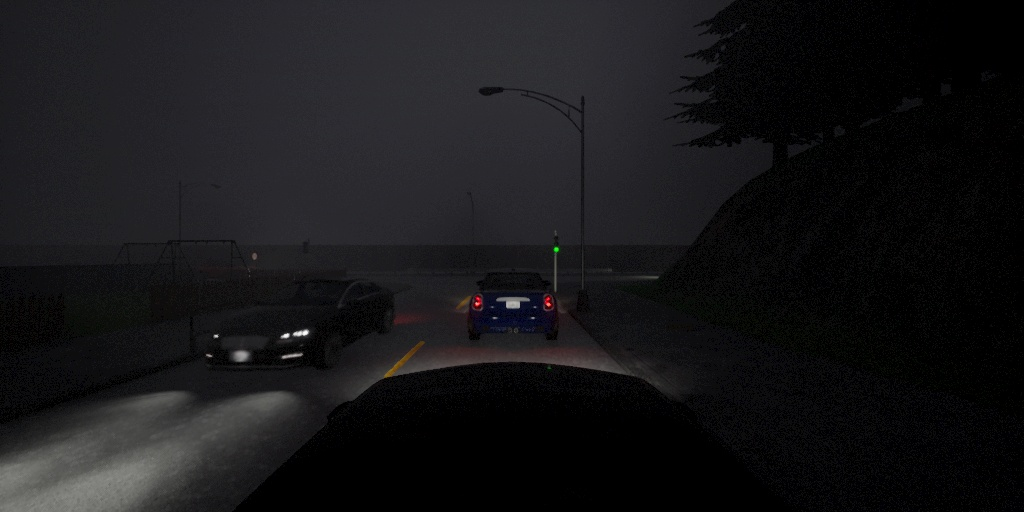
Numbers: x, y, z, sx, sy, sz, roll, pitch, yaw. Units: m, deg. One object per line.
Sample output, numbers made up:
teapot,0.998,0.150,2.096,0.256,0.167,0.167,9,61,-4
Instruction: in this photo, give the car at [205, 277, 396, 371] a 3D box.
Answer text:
car,-4.071,1.241,7.848,2.128,1.511,4.902,0,0,0

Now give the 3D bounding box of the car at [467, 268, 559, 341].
car,0.042,1.101,10.061,2.097,1.767,4.553,0,0,0

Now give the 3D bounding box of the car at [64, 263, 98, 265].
car,-34.953,1.276,29.316,4.674,1.442,1.812,0,0,0

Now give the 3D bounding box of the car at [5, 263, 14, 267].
car,-48.579,1.351,33.454,4.718,1.301,1.895,0,0,1

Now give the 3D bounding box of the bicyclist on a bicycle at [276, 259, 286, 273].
bicyclist on a bicycle,-24.265,1.099,37.704,0.582,1.620,1.656,0,0,0

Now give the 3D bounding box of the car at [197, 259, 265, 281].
car,-22.903,1.102,29.305,4.553,1.767,2.097,0,0,0
